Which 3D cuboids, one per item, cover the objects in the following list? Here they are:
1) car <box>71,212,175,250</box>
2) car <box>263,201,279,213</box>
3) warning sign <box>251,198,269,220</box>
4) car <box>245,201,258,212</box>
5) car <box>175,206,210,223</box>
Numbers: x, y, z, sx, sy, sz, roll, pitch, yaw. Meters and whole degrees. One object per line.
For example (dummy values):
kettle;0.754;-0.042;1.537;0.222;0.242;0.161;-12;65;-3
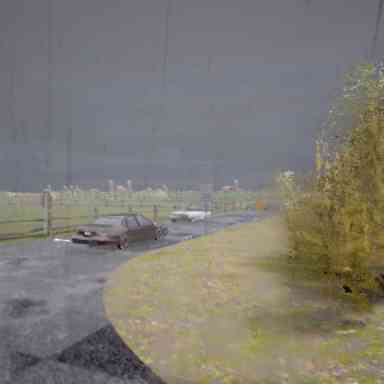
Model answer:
car;-3.059;1.704;15.344;2.033;1.411;5.357;0;-1;24
car;11.243;2.080;46.736;1.837;1.490;4.892;0;0;25
warning sign;5.982;1.492;29.268;1.300;1.860;1.060;0;-1;24
car;9.186;2.078;49.058;1.837;1.490;4.892;0;-1;25
car;-0.150;1.907;28.567;1.895;1.301;4.718;0;-1;24
